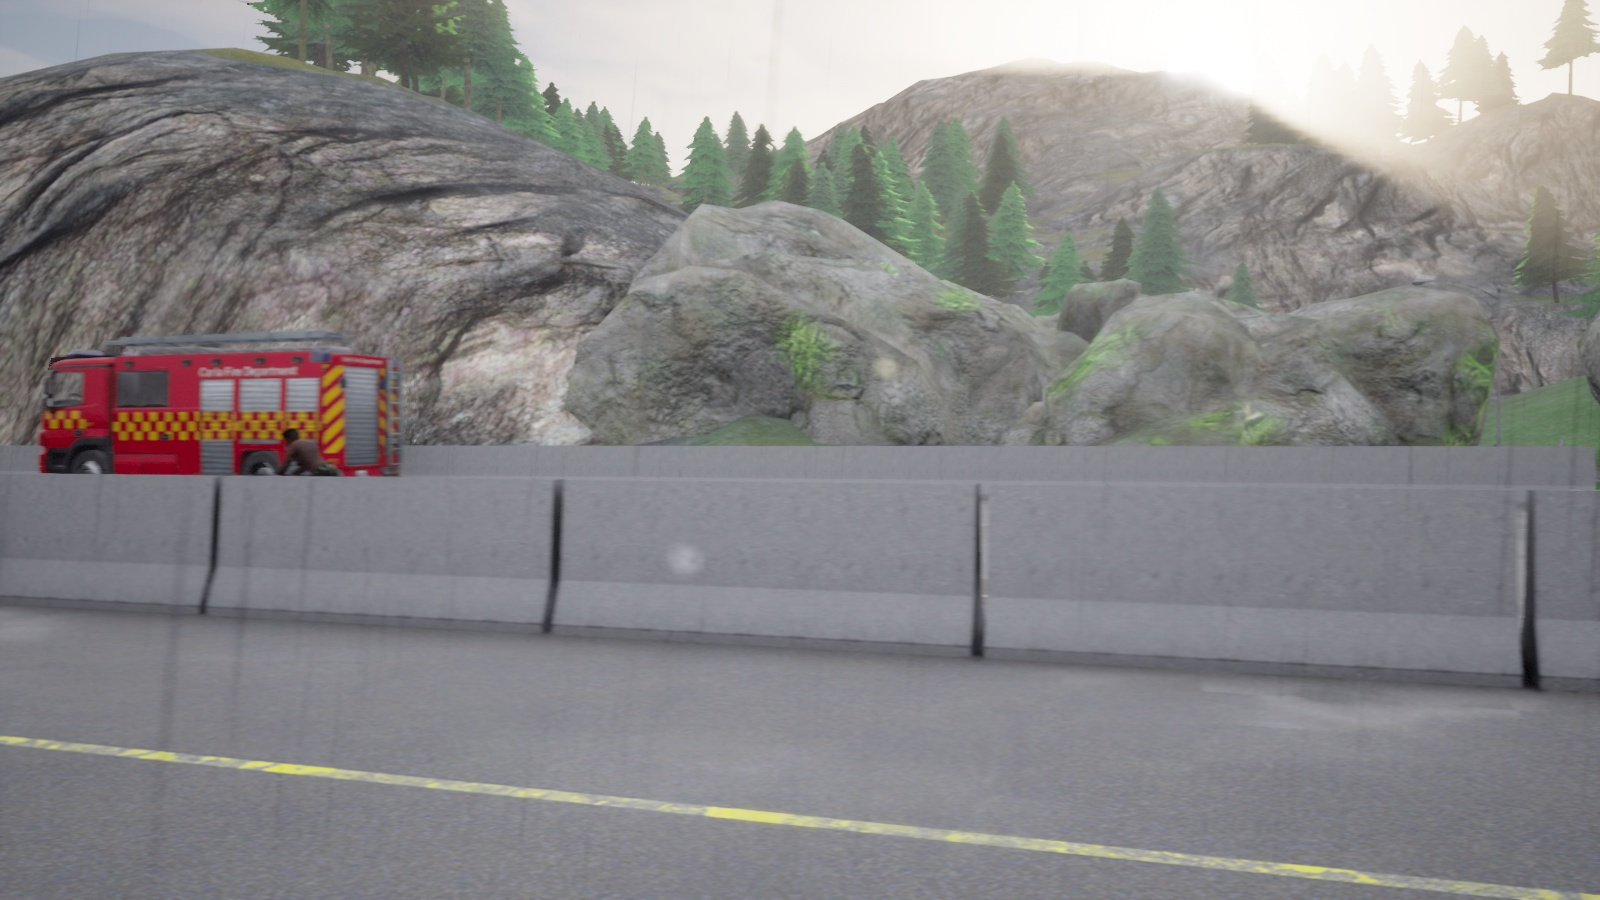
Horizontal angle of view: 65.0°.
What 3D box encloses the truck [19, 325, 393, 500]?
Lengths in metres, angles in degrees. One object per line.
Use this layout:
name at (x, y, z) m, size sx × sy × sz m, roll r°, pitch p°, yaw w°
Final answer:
truck at (-14.240, -0.874, 30.122) m, size 8.468 × 3.827 × 2.891 m, roll 1°, pitch 1°, yaw 19°
